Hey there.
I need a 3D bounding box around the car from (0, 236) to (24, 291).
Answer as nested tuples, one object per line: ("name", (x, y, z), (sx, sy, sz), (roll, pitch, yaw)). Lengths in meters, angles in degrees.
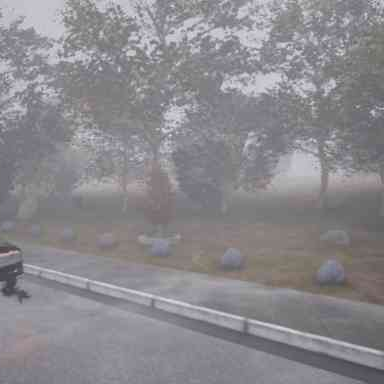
("car", (-5.846, 1.466, 7.742), (4.902, 1.511, 2.128), (0, 0, 36))
